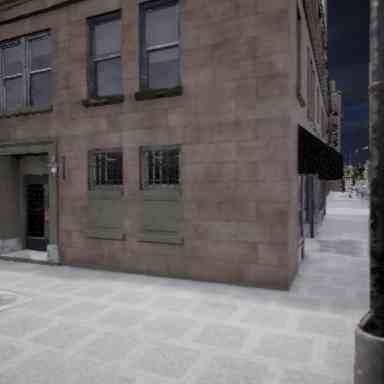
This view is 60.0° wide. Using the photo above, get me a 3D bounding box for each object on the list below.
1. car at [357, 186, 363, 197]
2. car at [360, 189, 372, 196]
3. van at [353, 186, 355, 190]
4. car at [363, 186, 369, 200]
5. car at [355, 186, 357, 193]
[{"bbox_3d":[29.738,-0.052,56.185,2.192,1.841,5.009,0,1,24],"label":"car"},{"bbox_3d":[32.061,0.095,61.375,1.802,1.307,4.206,0,1,24],"label":"car"},{"bbox_3d":[41.345,-0.636,82.106,1.690,1.788,3.998,0,1,24],"label":"van"},{"bbox_3d":[25.097,0.312,45.820,1.967,1.590,4.097,0,1,24],"label":"car"},{"bbox_3d":[36.704,-0.149,71.744,1.802,1.307,4.206,0,1,24],"label":"car"}]
